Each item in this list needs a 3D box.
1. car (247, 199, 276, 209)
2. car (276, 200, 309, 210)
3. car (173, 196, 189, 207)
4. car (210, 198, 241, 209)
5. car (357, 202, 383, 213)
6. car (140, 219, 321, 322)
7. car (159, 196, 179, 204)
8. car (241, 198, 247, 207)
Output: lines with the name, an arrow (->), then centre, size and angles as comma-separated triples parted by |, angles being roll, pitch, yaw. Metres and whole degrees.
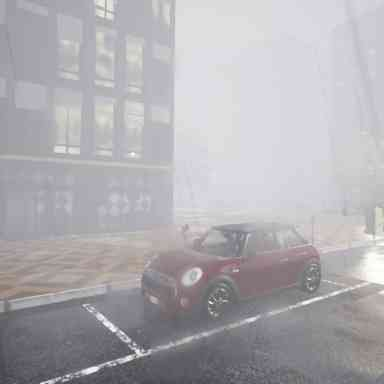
car -> 11.153, 1.799, 51.482 | 1.887, 1.381, 4.507 | 1, -1, -35
car -> 14.433, 1.806, 46.856 | 1.802, 1.307, 4.206 | 1, -1, -35
car -> -2.247, 1.732, 55.889 | 1.887, 1.381, 4.507 | 1, -1, -35
car -> 4.315, 1.677, 46.638 | 2.008, 1.369, 4.403 | 1, -1, -35
car -> 20.995, 1.730, 37.606 | 1.947, 1.339, 4.313 | 1, -1, -35
car -> 0.932, 1.442, 7.218 | 4.097, 1.590, 1.967 | 0, 1, -36
car -> -5.250, 1.724, 74.611 | 2.192, 1.841, 5.009 | 1, -1, -35
car -> 7.872, 1.725, 56.108 | 1.967, 1.590, 4.097 | 1, -1, -35
